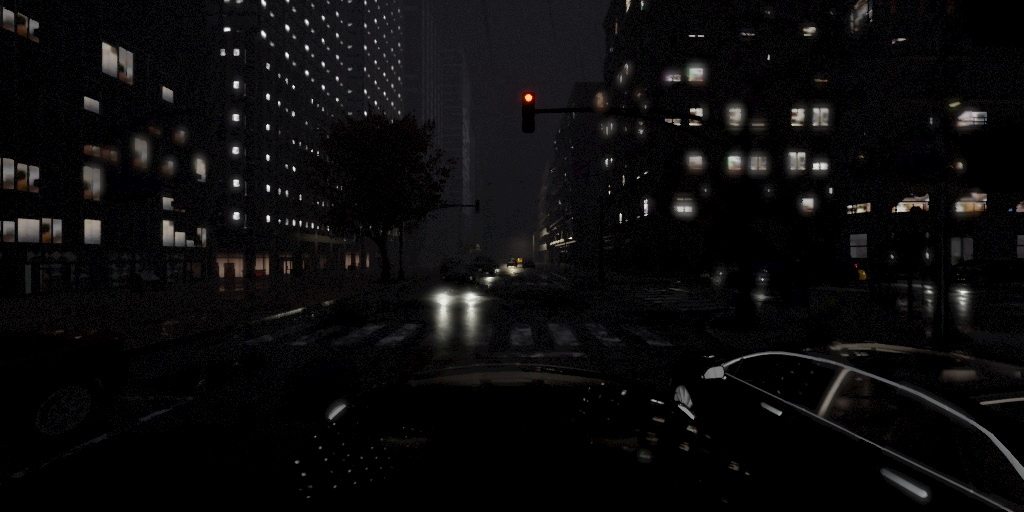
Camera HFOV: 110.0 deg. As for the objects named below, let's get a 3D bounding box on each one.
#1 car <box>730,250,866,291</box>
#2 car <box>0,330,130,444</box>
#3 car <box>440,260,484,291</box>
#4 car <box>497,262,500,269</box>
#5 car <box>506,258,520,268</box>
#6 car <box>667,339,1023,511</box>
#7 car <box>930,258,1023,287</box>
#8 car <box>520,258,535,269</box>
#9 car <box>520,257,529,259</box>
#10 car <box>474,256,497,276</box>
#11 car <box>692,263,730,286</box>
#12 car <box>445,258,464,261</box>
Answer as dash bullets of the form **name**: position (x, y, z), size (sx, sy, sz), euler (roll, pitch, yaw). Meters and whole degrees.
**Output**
- **car**: position (15.434, 0.740, 19.440), size (5.566, 2.045, 2.150), euler (-1, 0, -1)
- **car**: position (-5.692, 1.295, 2.602), size (1.888, 1.381, 4.507), euler (0, 0, 0)
- **car**: position (-3.089, 1.233, 22.444), size (1.882, 1.535, 5.008), euler (0, 0, 0)
- **car**: position (-3.055, 1.310, 57.565), size (1.812, 1.442, 4.674), euler (0, 0, 0)
- **car**: position (0.028, 1.285, 64.309), size (2.128, 1.511, 4.902), euler (0, 0, 0)
- **car**: position (2.689, 1.300, 2.598), size (2.007, 1.370, 4.403), euler (0, 0, 0)
- **car**: position (25.873, 0.879, 19.538), size (4.892, 1.490, 1.837), euler (-1, 0, -1)
- **car**: position (2.716, 1.350, 57.077), size (1.948, 1.339, 4.313), euler (0, 0, 0)
- **car**: position (2.718, 1.316, 62.769), size (1.751, 1.417, 4.829), euler (0, 0, 0)
- **car**: position (-3.083, 0.988, 38.190), size (2.150, 2.045, 5.566), euler (0, 0, 0)
- **car**: position (13.444, 1.096, 22.009), size (4.403, 1.370, 2.007), euler (0, 0, -1)
- **car**: position (-5.676, 1.079, 34.990), size (2.192, 1.841, 5.009), euler (0, 0, 0)
